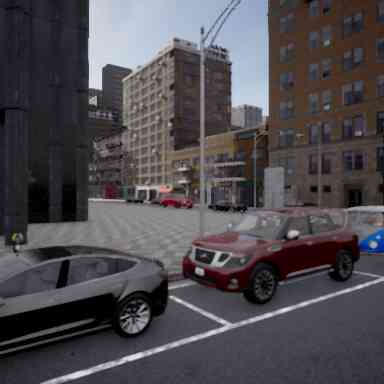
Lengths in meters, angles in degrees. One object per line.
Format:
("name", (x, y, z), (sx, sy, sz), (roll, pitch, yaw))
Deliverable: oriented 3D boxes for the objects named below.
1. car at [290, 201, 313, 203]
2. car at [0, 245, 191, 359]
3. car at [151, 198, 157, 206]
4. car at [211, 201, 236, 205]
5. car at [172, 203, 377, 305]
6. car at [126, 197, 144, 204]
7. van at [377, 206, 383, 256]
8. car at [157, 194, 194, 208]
("car", (9.568, 1.503, 28.068), (1.882, 1.535, 5.008), (0, 0, -34))
("car", (-2.380, 1.568, 5.069), (4.313, 1.339, 1.947), (0, 0, -36))
("car", (-5.093, 1.511, 54.841), (2.128, 1.511, 4.902), (0, 0, -34))
("car", (3.938, 1.628, 36.224), (1.895, 1.301, 4.718), (0, 0, -35))
("car", (2.212, 1.333, 8.346), (5.009, 1.841, 2.192), (0, 0, -36))
("car", (-10.939, 1.592, 63.211), (1.895, 1.301, 4.718), (0, 0, -35))
("van", (6.803, 1.373, 11.623), (3.998, 1.788, 1.690), (0, 0, -36))
("car", (-2.029, 1.248, 44.880), (2.150, 2.045, 5.566), (0, 0, -35))
